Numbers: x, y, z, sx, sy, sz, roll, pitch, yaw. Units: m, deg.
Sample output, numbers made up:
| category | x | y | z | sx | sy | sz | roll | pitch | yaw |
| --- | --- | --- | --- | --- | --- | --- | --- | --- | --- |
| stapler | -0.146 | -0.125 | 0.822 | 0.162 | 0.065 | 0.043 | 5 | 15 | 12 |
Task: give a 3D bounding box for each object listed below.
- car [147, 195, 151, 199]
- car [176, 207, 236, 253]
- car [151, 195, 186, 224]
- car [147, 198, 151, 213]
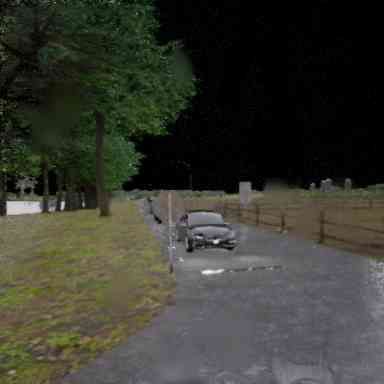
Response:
| category | x | y | z | sx | sy | sz | roll | pitch | yaw |
| --- | --- | --- | --- | --- | --- | --- | --- | --- | --- |
| car | -10.460 | 2.240 | 90.376 | 1.882 | 1.535 | 5.008 | -1 | -1 | -10 |
| car | 0.432 | 1.560 | 14.346 | 1.837 | 1.490 | 4.892 | -1 | 0 | -10 |
| car | -1.811 | 1.357 | 26.650 | 2.150 | 2.045 | 5.566 | -1 | 0 | -11 |
| car | -3.882 | 1.781 | 38.217 | 2.033 | 1.411 | 5.357 | -1 | 0 | -10 |
